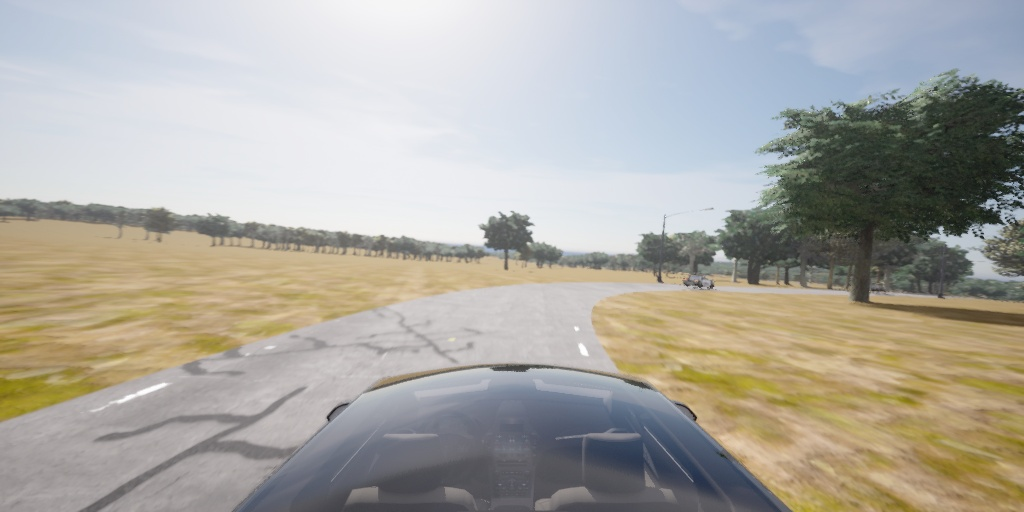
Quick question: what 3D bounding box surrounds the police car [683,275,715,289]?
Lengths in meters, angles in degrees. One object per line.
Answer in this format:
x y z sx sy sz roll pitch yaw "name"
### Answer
24.033 3.296 45.852 4.974 1.542 2.038 4 1 -36 "police car"
